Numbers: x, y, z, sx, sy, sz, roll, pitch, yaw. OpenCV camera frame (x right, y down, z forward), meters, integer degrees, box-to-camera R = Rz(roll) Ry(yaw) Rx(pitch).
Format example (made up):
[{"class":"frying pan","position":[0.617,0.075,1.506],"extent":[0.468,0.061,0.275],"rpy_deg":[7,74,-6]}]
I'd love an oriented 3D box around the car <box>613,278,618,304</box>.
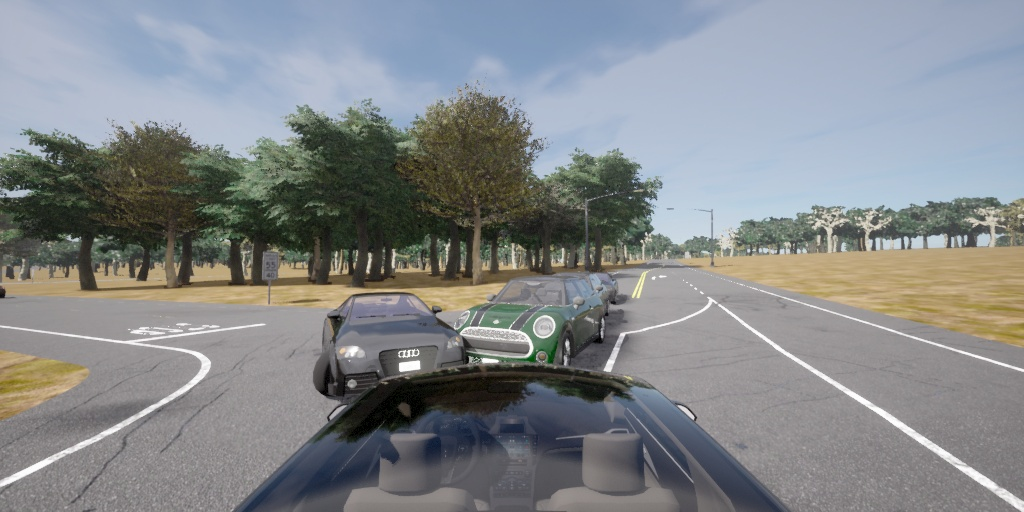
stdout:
[{"class":"car","position":[4.217,1.509,17.870],"extent":[1.994,1.385,4.181],"rpy_deg":[-1,0,19]}]

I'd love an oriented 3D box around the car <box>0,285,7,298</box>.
[{"class":"car","position":[-40.861,2.561,27.387],"extent":[4.181,1.385,1.994],"rpy_deg":[-2,-3,22]}]

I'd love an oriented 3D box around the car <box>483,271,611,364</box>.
[{"class":"car","position":[0.617,1.218,7.830],"extent":[2.097,1.767,4.553],"rpy_deg":[-1,-2,26]}]

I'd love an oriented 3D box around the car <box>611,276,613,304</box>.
[{"class":"car","position":[2.023,1.344,12.143],"extent":[2.097,1.767,4.553],"rpy_deg":[-1,-1,21]}]

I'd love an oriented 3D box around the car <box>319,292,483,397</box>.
[{"class":"car","position":[-2.355,1.376,6.625],"extent":[1.994,1.385,4.181],"rpy_deg":[1,-2,-29]}]
